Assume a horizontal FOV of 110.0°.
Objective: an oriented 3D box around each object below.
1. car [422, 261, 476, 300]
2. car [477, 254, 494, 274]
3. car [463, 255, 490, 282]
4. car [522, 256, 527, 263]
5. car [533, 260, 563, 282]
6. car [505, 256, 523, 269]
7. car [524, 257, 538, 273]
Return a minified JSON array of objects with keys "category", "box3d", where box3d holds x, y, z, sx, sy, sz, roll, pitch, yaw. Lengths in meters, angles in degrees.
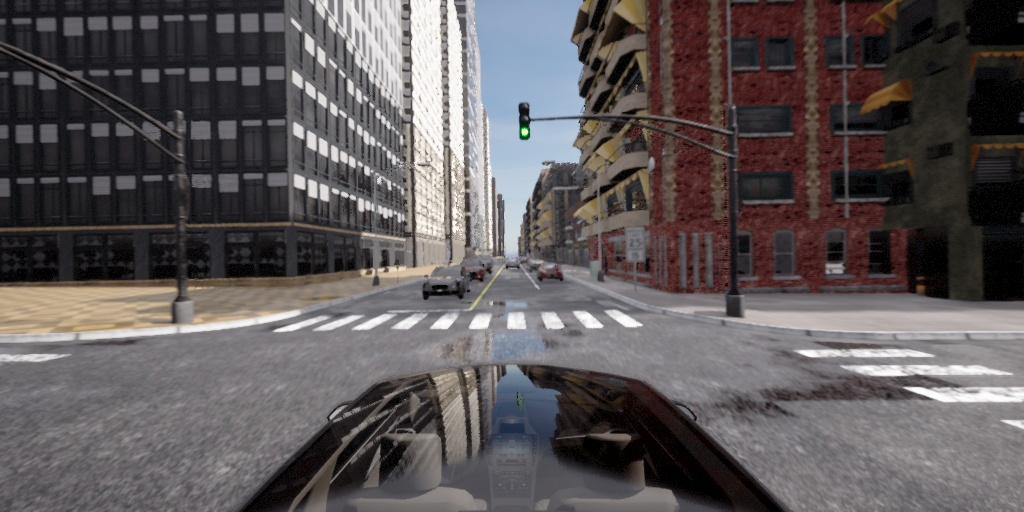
[{"category":"car","box3d":[-3.106,1.217,17.754,1.837,1.490,4.892,-1,0,0]},{"category":"car","box3d":[-3.093,0.846,37.975,2.150,2.045,5.566,-1,0,0]},{"category":"car","box3d":[-3.103,1.021,27.511,2.097,1.767,4.553,-1,0,0]},{"category":"car","box3d":[2.711,1.030,44.969,2.007,1.370,4.403,0,0,0]},{"category":"car","box3d":[2.749,1.140,26.404,1.802,1.307,4.207,0,0,0]},{"category":"car","box3d":[0.105,1.076,49.801,1.994,1.385,4.181,-1,0,1]},{"category":"car","box3d":[2.707,1.054,39.321,2.007,1.370,4.403,0,0,0]}]
